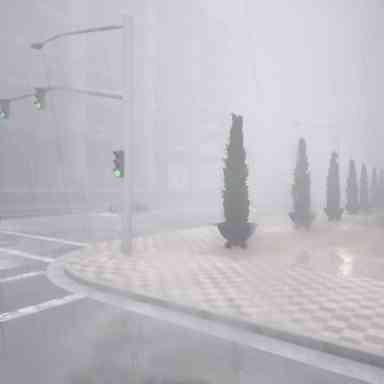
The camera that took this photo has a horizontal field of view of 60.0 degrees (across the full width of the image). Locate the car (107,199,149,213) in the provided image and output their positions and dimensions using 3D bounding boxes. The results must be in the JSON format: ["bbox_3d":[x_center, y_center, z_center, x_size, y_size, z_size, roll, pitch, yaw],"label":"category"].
[{"bbox_3d":[-6.154,1.368,32.413,1.994,1.385,4.181,1,0,36],"label":"car"}]
